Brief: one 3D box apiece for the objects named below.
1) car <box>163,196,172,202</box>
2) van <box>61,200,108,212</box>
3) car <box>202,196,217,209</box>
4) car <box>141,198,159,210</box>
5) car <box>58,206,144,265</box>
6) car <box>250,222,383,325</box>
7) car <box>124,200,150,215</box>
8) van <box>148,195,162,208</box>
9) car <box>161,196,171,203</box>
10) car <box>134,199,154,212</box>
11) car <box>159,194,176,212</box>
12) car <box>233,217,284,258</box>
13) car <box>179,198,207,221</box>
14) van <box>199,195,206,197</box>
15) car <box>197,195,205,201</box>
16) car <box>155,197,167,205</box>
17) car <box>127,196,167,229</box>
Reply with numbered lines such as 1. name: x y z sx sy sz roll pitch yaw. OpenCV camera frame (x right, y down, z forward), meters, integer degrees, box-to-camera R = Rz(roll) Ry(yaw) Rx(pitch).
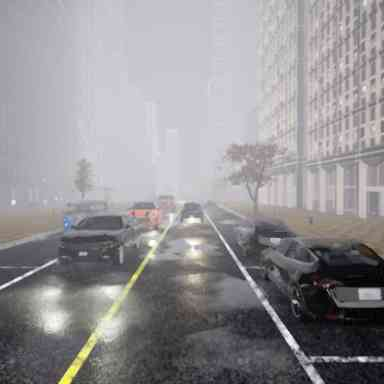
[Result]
1. car: -5.852 1.732 80.187 2.008 1.369 4.403 -1 0 0
2. van: -5.736 1.371 18.312 1.690 1.788 3.998 -1 0 0
3. car: 2.594 1.664 46.453 1.802 1.307 4.206 -1 0 0
4. car: -5.787 1.633 46.437 1.887 1.381 4.507 -1 0 0
5. car: -3.112 1.495 11.952 1.882 1.535 5.008 0 0 0
6. car: 2.669 1.573 7.077 1.947 1.339 4.313 -1 0 0
7. car: -5.765 1.613 35.186 2.008 1.369 4.403 -1 0 0
8. van: -5.801 1.443 52.062 1.690 1.788 3.998 -1 0 0
9. car: -5.840 1.715 74.562 2.008 1.369 4.403 -1 0 0
10. car: -5.777 1.599 40.642 1.752 1.417 4.829 -1 0 0
11. car: -3.080 1.295 39.891 2.150 2.045 5.566 0 0 0
12. car: 2.658 1.581 12.702 1.947 1.339 4.313 -1 0 0
13. car: 0.010 1.548 27.190 1.837 1.490 4.892 0 0 1
14. van: 2.524 1.517 80.204 1.690 1.788 3.998 -1 0 0
15. car: 2.505 1.652 91.453 1.967 1.590 4.097 -1 0 0
16. car: -5.819 1.676 63.311 1.887 1.381 4.507 -1 0 0
17. car: -3.098 1.386 22.005 2.097 1.767 4.553 0 0 0
